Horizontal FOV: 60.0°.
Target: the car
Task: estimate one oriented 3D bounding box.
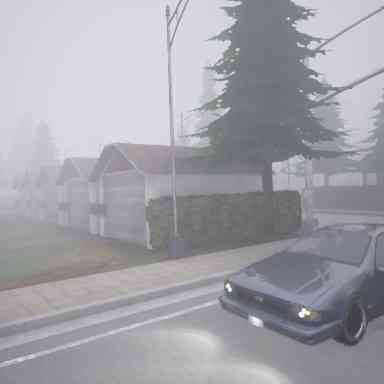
[{"bbox_3d":[3.041,1.322,6.194,5.357,1.411,2.033,-3,1,-36],"label":"car"}]
